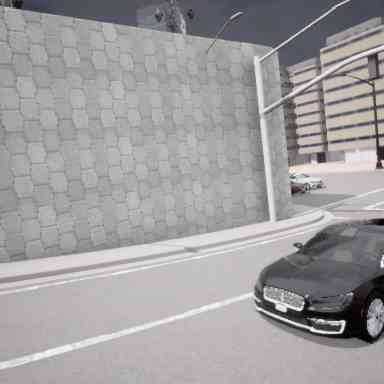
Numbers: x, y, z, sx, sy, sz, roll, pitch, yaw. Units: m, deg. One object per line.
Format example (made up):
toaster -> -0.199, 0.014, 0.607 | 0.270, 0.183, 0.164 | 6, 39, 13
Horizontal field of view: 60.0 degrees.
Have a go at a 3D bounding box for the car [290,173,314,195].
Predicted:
car -> 7.353, -0.456, 27.854 | 1.812, 1.442, 4.674 | -10, 6, -35

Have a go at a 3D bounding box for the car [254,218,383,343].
car -> 3.288, 1.335, 6.308 | 4.892, 1.490, 1.837 | -4, 2, -35

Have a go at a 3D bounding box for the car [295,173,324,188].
car -> 9.707, -0.971, 30.496 | 1.812, 1.442, 4.674 | -10, 6, -35
